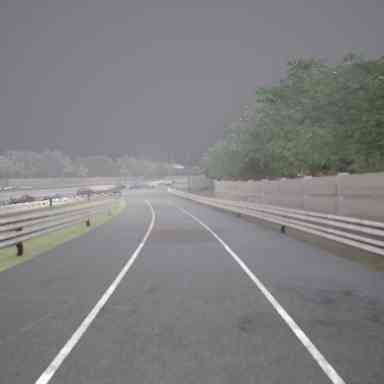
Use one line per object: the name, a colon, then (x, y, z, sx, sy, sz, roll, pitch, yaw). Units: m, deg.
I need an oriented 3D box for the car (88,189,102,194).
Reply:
car: (-21.152, -0.095, 76.011, 1.895, 1.301, 4.718, 0, 3, 10)

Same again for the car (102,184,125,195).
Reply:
car: (-17.722, -0.316, 75.304, 2.097, 1.767, 4.553, 0, 3, 10)

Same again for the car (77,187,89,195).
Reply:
car: (-24.607, -0.346, 76.568, 2.097, 1.767, 4.553, 0, 3, 10)

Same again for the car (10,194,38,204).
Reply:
car: (-25.729, 1.197, 50.923, 1.812, 1.442, 4.674, 0, 3, 10)

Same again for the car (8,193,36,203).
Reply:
car: (-28.409, 0.990, 55.729, 1.994, 1.385, 4.181, 0, 3, 10)

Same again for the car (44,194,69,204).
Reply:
car: (-21.674, 0.980, 53.639, 1.882, 1.535, 5.008, 0, 3, 10)
